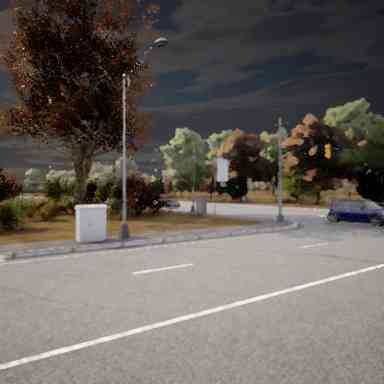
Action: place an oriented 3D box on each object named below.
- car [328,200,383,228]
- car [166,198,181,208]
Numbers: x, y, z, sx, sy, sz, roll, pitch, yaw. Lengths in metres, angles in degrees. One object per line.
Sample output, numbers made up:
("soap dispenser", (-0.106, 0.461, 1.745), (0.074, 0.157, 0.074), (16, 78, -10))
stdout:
("car", (11.677, 1.342, 22.580), (2.097, 1.767, 4.553), (0, 0, -32))
("car", (-3.221, 1.536, 46.062), (1.994, 1.385, 4.181), (0, 0, -33))
